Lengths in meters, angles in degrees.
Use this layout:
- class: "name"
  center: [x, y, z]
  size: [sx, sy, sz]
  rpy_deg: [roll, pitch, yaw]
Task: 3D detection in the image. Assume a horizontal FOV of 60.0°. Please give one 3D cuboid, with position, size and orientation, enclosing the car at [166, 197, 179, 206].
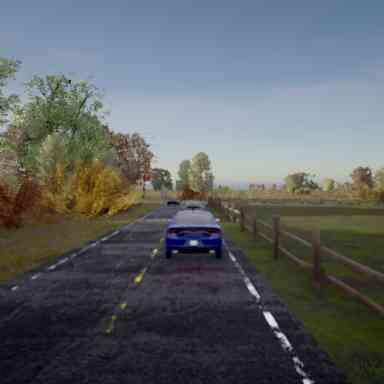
- class: "car"
  center: [-2.817, 1.479, 50.586]
  size: [1.895, 1.301, 4.718]
  rpy_deg: [0, 0, 0]

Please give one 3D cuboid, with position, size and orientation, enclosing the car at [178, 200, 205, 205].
- class: "car"
  center: [0.067, 1.441, 27.849]
  size: [1.837, 1.490, 4.892]
  rpy_deg: [0, 1, 0]

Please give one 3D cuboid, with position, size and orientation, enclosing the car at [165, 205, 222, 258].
- class: "car"
  center: [0.067, 1.449, 12.695]
  size: [1.882, 1.535, 5.008]
  rpy_deg: [0, -1, 0]
